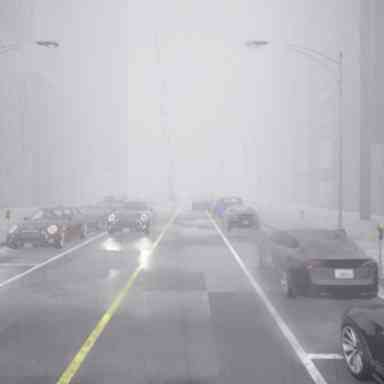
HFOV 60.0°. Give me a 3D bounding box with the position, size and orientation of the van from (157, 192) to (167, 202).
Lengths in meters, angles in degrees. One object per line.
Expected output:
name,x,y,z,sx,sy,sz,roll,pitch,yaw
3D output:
van,-5.769,0.909,64.192,1.690,1.788,3.998,0,0,0

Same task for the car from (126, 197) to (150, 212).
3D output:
car,-5.766,1.314,36.146,1.947,1.339,4.313,0,0,0

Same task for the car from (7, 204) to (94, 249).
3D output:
car,-5.763,1.342,13.708,1.967,1.590,4.097,0,0,0

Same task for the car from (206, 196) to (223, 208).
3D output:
car,2.759,1.277,41.770,1.947,1.339,4.313,0,0,0

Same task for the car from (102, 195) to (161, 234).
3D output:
car,-3.102,1.224,18.019,2.097,1.767,4.553,0,0,0

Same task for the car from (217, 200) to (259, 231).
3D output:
car,2.761,1.408,19.334,1.887,1.381,4.507,0,0,0

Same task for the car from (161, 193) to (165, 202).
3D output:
car,-5.768,1.221,52.974,1.802,1.307,4.206,0,0,0

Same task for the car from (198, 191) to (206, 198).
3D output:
car,2.752,0.711,92.250,2.192,1.841,5.009,0,0,0

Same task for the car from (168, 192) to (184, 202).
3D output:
car,-3.053,1.158,60.055,1.994,1.385,4.181,0,0,1

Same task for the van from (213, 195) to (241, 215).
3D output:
van,2.761,1.165,24.942,1.690,1.788,3.998,0,0,0

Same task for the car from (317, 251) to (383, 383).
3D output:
car,2.763,1.547,2.507,1.947,1.339,4.313,0,0,0

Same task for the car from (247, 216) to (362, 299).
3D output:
car,2.763,1.507,8.116,1.947,1.339,4.313,0,0,0

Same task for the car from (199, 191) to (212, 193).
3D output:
car,2.757,0.919,58.595,2.192,1.841,5.009,0,0,0

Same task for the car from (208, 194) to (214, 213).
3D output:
car,2.760,1.226,30.551,1.967,1.590,4.097,0,0,0

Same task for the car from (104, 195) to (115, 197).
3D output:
car,-5.764,1.139,24.926,2.192,1.841,5.009,0,0,0

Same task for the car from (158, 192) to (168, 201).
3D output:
car,-5.769,1.130,58.413,1.752,1.417,4.829,0,0,0

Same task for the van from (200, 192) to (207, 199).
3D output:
van,2.754,0.806,81.032,1.690,1.788,3.998,0,0,0

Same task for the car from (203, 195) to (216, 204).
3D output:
car,2.757,1.221,52.988,1.802,1.307,4.206,0,0,0

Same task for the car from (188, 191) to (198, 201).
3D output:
car,-0.006,1.071,68.058,2.033,1.411,5.357,0,0,0

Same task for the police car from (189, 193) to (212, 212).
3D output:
police car,0.896,1.186,34.386,1.930,1.638,5.238,0,0,0

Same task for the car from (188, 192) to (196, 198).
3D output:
car,-0.010,0.786,88.461,1.994,1.385,4.181,0,0,0

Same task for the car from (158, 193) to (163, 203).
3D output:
car,-5.767,1.225,47.365,2.008,1.369,4.403,0,0,0

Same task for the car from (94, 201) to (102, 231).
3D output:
car,-5.764,1.414,19.318,2.008,1.369,4.403,0,0,0
